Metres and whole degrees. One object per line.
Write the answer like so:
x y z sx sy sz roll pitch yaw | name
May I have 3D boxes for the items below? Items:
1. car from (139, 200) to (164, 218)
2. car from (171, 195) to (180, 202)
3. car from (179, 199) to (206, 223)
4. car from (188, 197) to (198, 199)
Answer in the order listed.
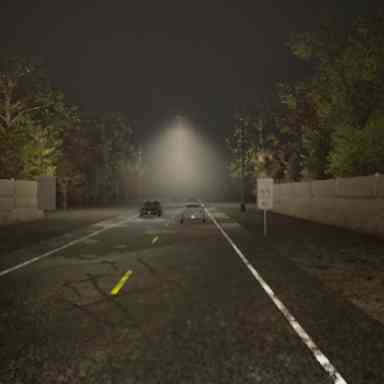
-3.592 1.505 30.374 1.837 1.490 4.892 0 0 0 | car
-3.487 1.403 71.866 1.882 1.535 5.008 0 0 0 | car
0.071 1.525 25.694 1.812 1.442 4.674 0 0 0 | car
0.101 1.490 43.920 1.837 1.490 4.892 0 0 0 | car
